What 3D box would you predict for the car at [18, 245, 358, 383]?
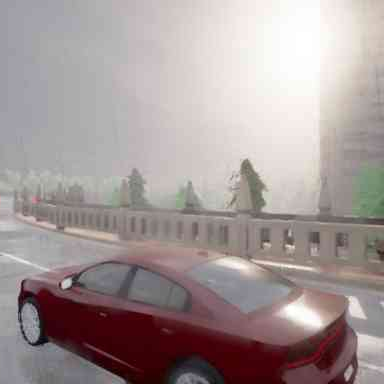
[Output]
[{"bbox_3d":[-0.515,1.493,4.587,5.008,1.535,1.882,0,0,38],"label":"car"}]
